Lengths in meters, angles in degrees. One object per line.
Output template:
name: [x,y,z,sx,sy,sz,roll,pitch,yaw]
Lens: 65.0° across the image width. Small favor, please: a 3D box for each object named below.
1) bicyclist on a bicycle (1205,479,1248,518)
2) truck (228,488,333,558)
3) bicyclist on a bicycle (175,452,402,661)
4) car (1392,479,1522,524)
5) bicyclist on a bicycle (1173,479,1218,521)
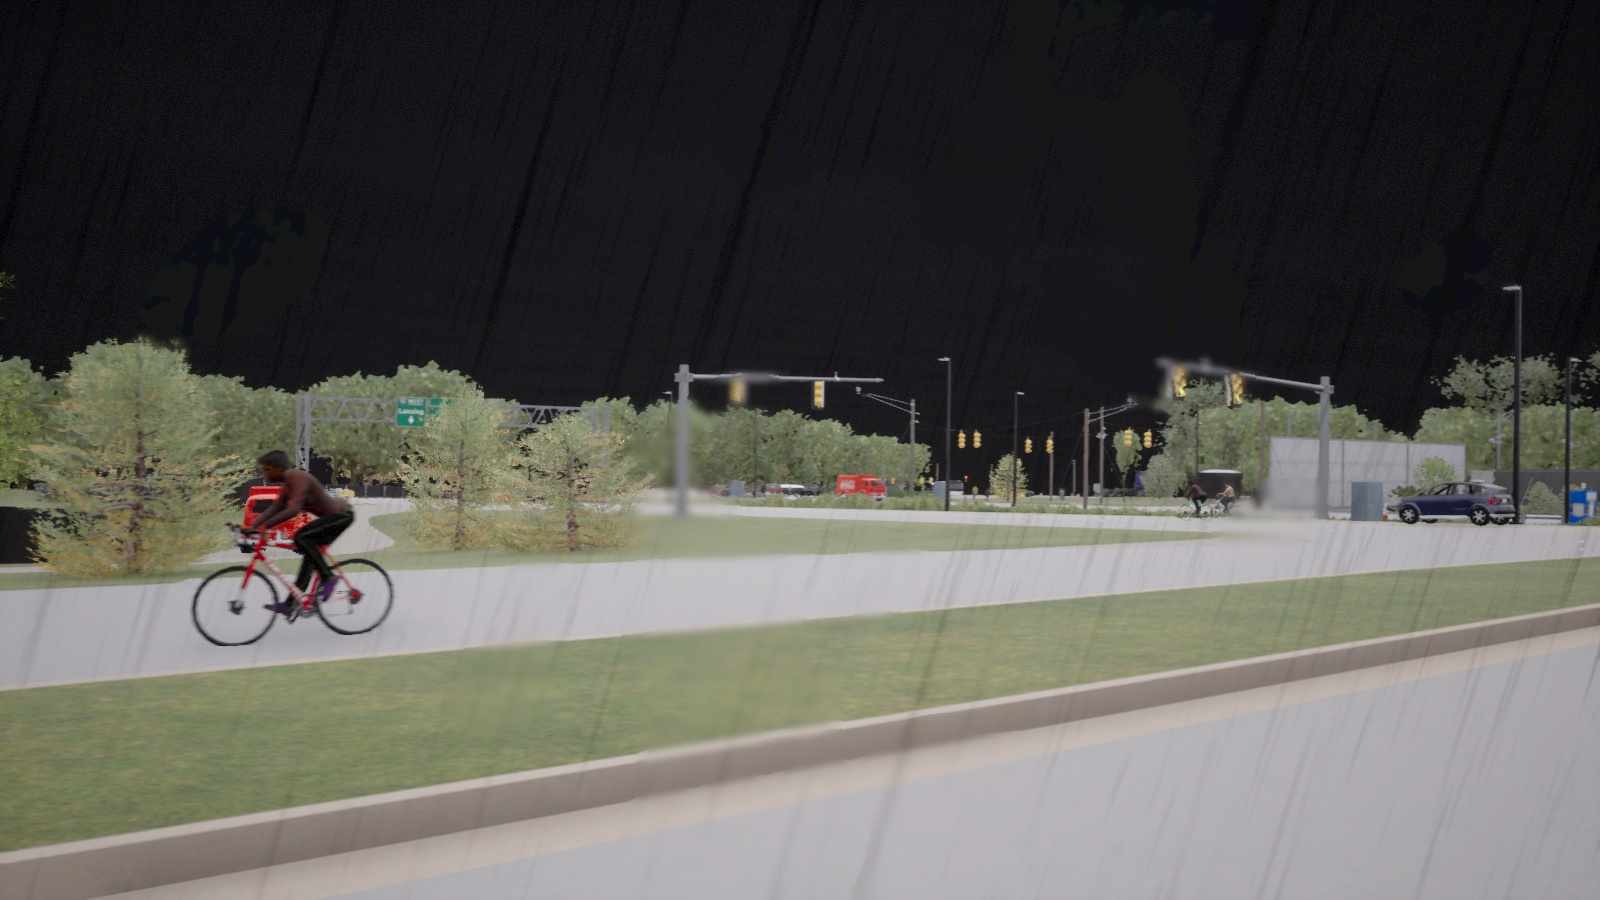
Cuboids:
bicyclist on a bicycle: [18.022,2.055,53.080,0.866,1.612,1.509,1,-2,-36]
truck: [-19.502,2.694,47.404,2.627,2.467,5.204,0,-2,-11]
bicyclist on a bicycle: [-4.303,0.843,10.625,1.656,1.620,0.582,-1,1,-35]
car: [23.666,1.840,45.353,1.789,1.549,3.705,1,-3,-36]
bicyclist on a bicycle: [15.808,1.992,50.185,0.582,1.620,1.656,1,-2,-36]
